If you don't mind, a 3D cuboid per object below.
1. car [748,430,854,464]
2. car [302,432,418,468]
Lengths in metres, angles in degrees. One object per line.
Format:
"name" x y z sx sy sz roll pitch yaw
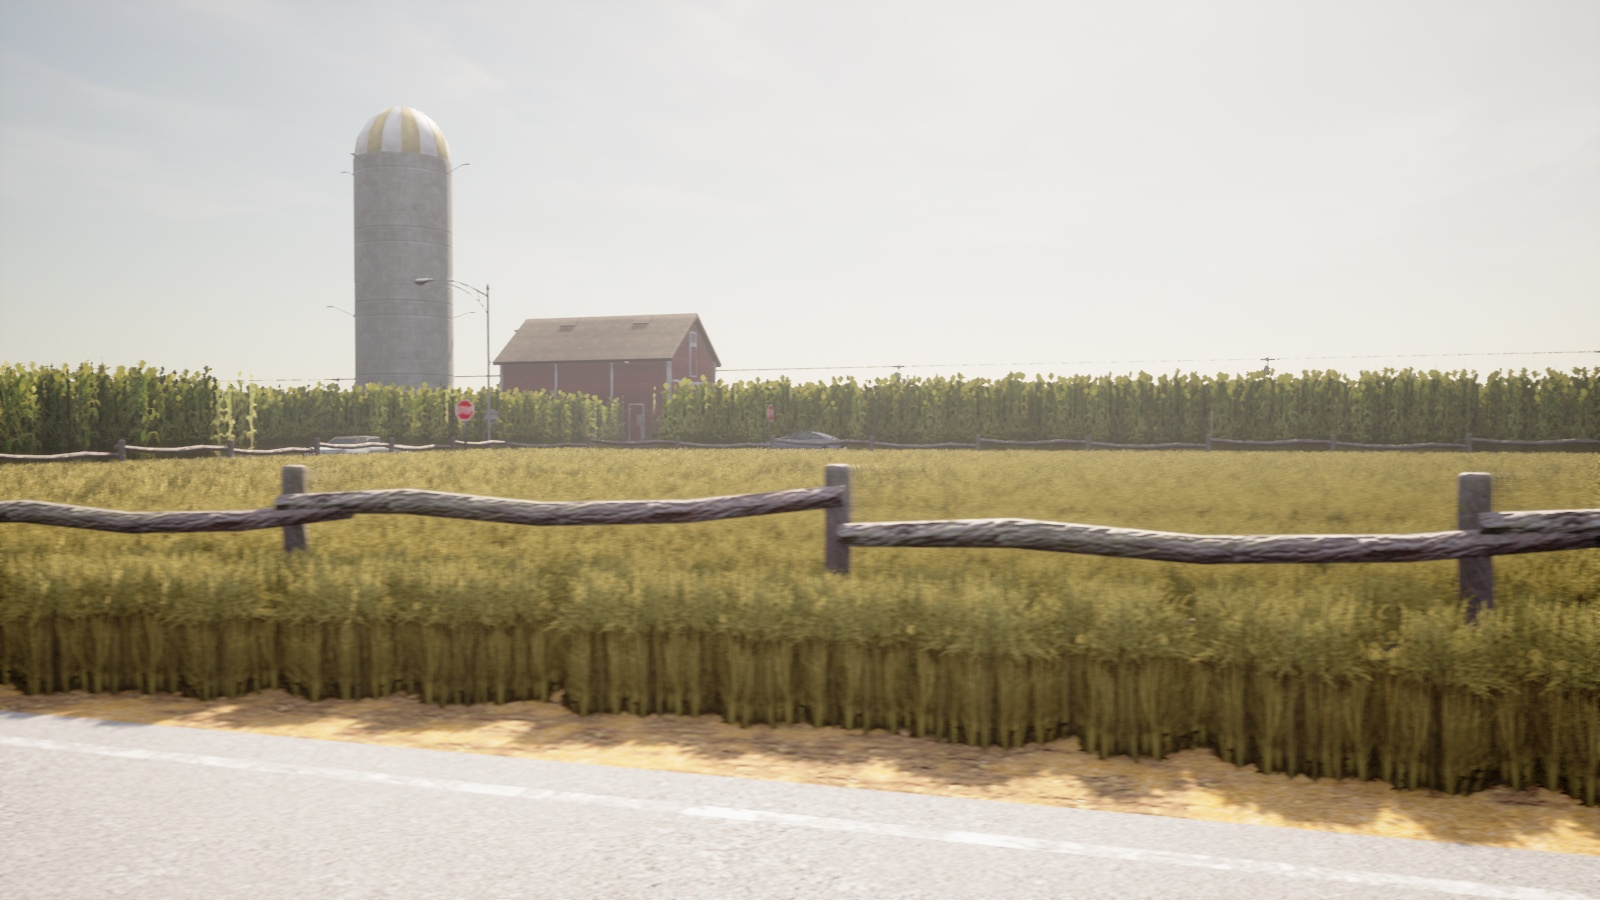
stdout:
"car" 0.050 -0.147 55.045 4.181 1.385 1.994 1 1 19
"car" -17.376 -0.046 49.855 1.895 1.301 4.718 0 1 17
